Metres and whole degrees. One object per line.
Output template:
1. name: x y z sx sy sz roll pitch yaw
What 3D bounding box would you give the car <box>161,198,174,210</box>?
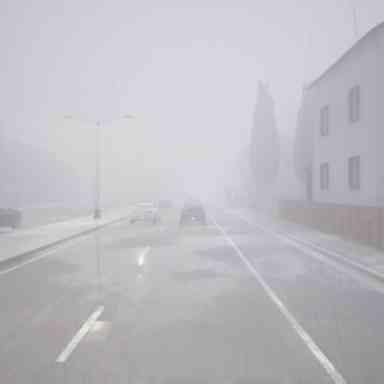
1. car: -3.406 1.497 43.756 1.882 1.535 5.008 0 0 0

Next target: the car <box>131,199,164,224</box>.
1. car: -3.425 1.537 25.055 1.812 1.442 4.674 0 0 0

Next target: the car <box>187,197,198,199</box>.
1. car: 0.091 1.371 42.549 2.097 1.767 4.553 0 0 0

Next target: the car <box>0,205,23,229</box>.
1. car: -11.522 1.500 18.871 2.128 1.511 4.902 0 0 0

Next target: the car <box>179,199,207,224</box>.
1. car: 0.073 1.518 24.890 1.837 1.490 4.892 0 0 0
